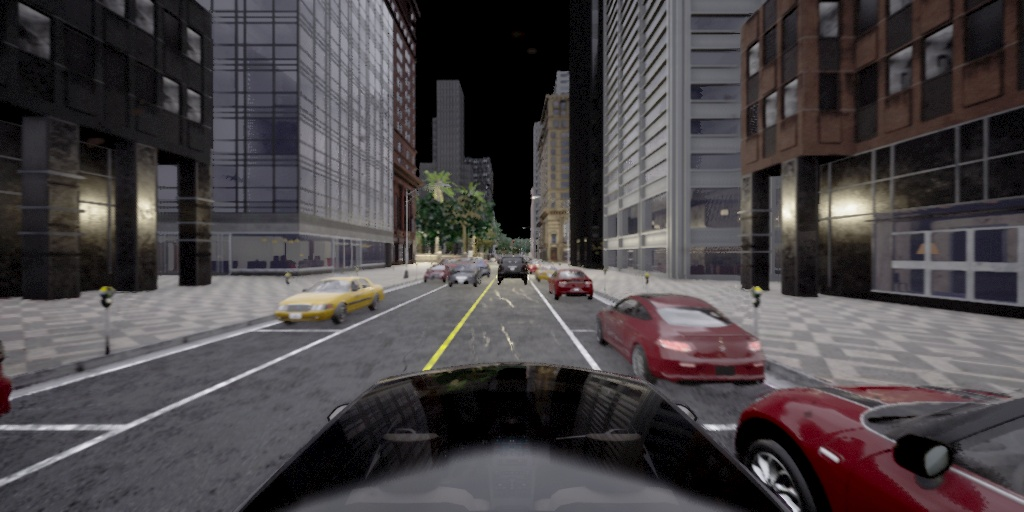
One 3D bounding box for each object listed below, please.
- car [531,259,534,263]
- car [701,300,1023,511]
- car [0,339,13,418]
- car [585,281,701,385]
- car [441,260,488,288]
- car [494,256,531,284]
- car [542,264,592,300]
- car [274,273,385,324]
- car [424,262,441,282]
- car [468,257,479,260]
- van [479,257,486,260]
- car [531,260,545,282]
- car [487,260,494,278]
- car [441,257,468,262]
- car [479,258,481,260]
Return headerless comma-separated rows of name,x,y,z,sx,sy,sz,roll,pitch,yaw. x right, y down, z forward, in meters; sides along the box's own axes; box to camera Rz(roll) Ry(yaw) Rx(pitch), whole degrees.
car,2.739,1.204,39.262,1.967,1.591,4.097,0,0,0
car,2.764,1.189,1.288,1.967,1.591,4.097,0,0,0
car,-5.762,1.066,1.286,2.192,1.841,5.009,0,0,0
car,2.760,1.332,6.713,1.802,1.307,4.207,0,0,0
car,-3.035,1.249,23.982,2.128,1.511,4.902,0,0,0
car,0.051,0.980,27.114,2.150,2.045,5.566,0,0,0
car,2.753,1.297,17.563,1.888,1.381,4.507,0,0,0
car,-5.768,1.278,11.968,1.751,1.417,4.829,0,0,0
car,-5.780,1.340,28.416,1.802,1.307,4.207,0,0,0
car,-5.790,1.085,44.694,2.192,1.841,5.009,0,0,0
van,-5.801,1.127,60.972,1.690,1.789,3.998,0,0,0
car,2.746,1.282,28.583,1.751,1.417,4.829,0,0,0
car,-3.020,1.325,34.016,1.994,1.385,4.181,0,0,0
car,-5.783,1.076,33.842,2.192,1.841,5.009,0,0,0
car,-5.794,1.320,50.119,1.888,1.381,4.507,0,0,0
